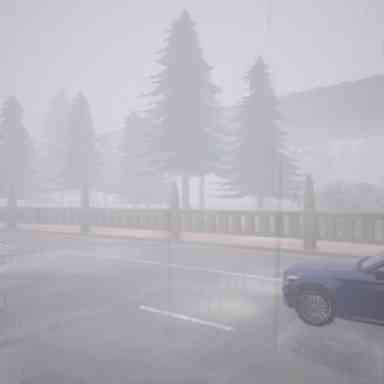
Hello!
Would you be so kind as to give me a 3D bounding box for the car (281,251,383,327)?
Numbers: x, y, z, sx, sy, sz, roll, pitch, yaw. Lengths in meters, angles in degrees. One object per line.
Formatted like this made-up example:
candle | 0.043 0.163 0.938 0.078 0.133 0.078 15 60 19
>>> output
car | 3.819 1.531 5.383 4.674 1.442 1.812 -1 -1 36
